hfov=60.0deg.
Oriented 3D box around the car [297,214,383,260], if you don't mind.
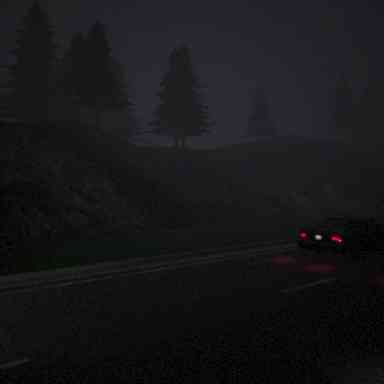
[{"bbox_3d":[6.232,1.551,12.458,5.357,1.411,2.033,0,0,-35],"label":"car"}]
